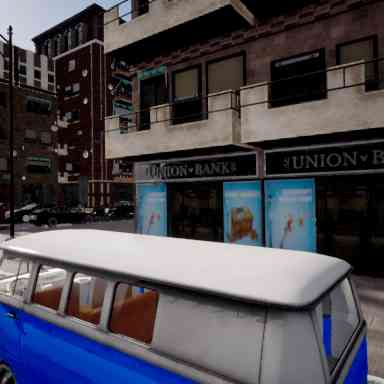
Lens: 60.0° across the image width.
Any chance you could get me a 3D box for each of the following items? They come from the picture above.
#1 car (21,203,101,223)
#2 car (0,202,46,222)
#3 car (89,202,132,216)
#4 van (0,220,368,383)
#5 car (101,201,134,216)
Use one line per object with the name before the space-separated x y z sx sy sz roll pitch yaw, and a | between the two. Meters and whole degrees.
car | -8.663 1.583 22.333 1.947 1.339 4.313 -2 -1 36
car | -12.458 1.635 26.955 1.837 1.490 4.892 -1 -1 36
car | -8.795 1.798 36.384 1.947 1.339 4.313 -2 -1 36
van | -0.485 1.342 3.196 3.998 1.788 1.690 0 -1 35
car | -6.915 1.675 34.558 2.128 1.511 4.902 -1 -1 36
